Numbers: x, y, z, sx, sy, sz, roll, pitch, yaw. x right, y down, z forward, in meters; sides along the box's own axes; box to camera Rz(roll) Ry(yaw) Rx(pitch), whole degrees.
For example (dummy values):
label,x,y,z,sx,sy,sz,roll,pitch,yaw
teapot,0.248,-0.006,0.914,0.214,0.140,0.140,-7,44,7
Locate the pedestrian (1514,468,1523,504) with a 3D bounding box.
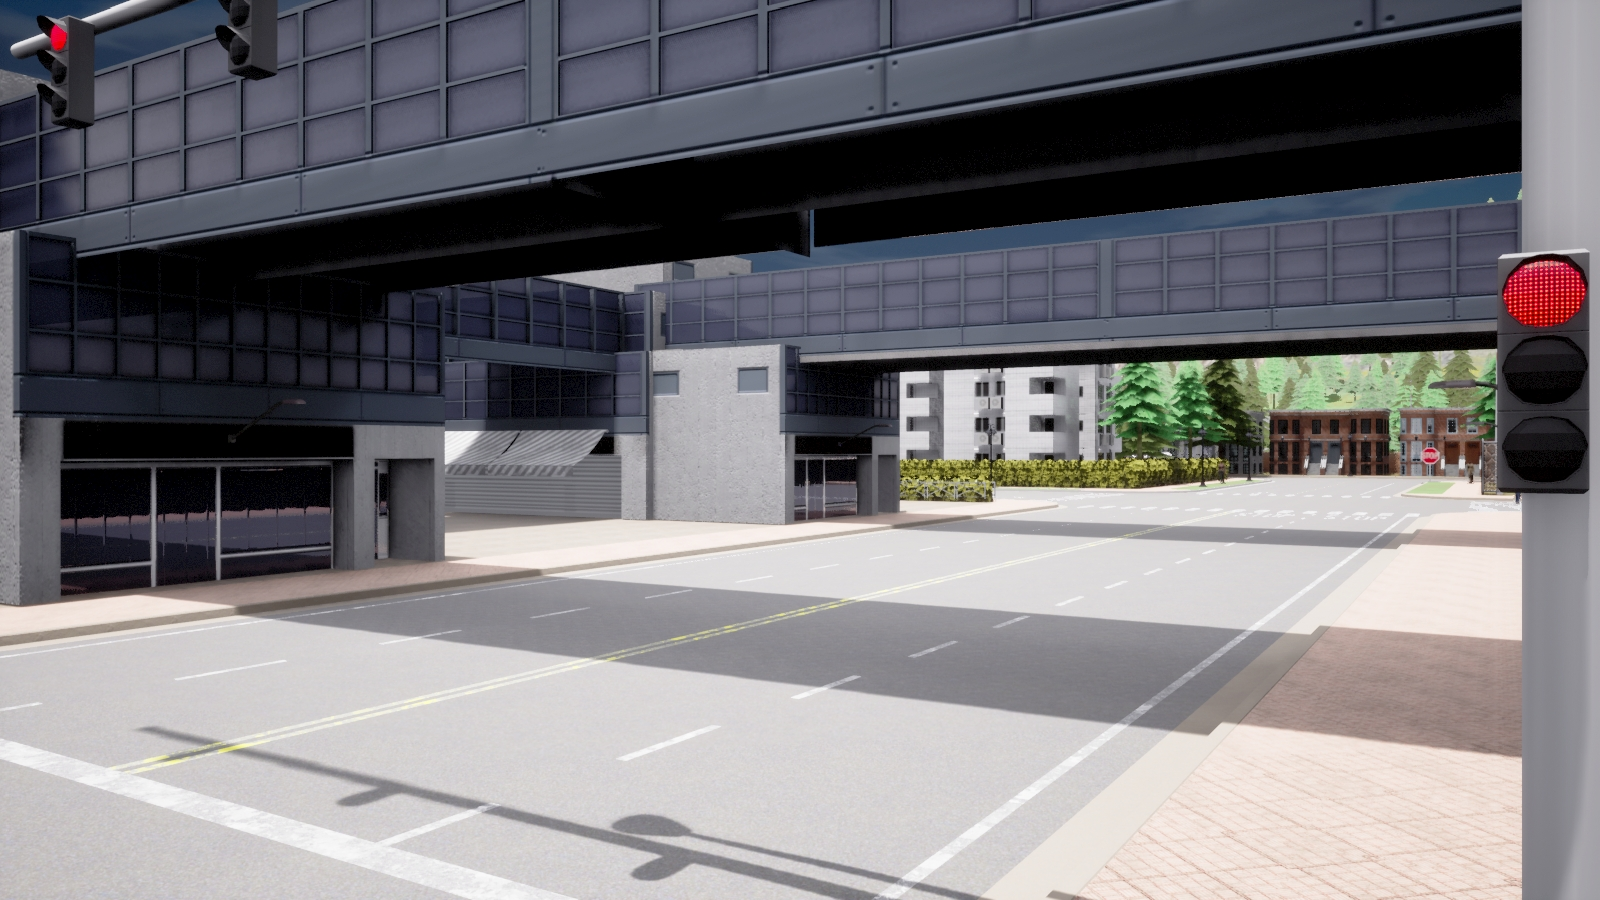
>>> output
label,x,y,z,sx,sy,sz,roll,pitch,yaw
pedestrian,36.969,1.849,58.778,0.375,1.860,0.375,0,0,31
